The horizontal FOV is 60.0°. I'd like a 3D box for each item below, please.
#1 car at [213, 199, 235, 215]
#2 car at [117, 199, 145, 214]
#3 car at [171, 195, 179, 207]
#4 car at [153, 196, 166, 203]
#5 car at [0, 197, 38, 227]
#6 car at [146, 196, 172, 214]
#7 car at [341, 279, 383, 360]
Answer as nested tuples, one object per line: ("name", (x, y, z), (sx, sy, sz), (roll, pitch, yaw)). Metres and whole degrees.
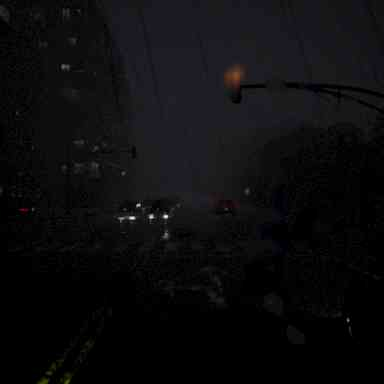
("car", (3.269, 1.473, 34.445), (1.882, 1.535, 5.008), (0, 0, 0))
("car", (-6.684, 1.487, 35.686), (2.128, 1.511, 4.902), (0, 0, 0))
("car", (-3.464, 1.490, 50.616), (2.128, 1.511, 4.902), (0, 0, 0))
("car", (-6.663, 1.556, 68.707), (2.033, 1.411, 5.357), (0, 0, 0))
("car", (-14.050, 1.372, 23.829), (5.566, 2.045, 2.150), (-1, 0, 1))
("car", (-3.434, 1.500, 35.561), (1.837, 1.490, 4.892), (0, 0, 0))
("car", (3.341, 1.563, 3.563), (1.994, 1.385, 4.181), (0, 0, 0))
